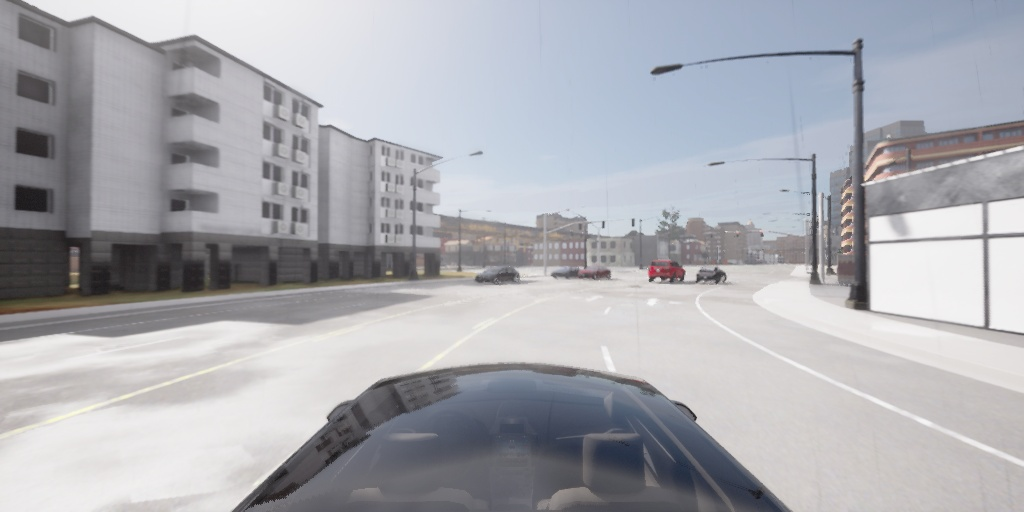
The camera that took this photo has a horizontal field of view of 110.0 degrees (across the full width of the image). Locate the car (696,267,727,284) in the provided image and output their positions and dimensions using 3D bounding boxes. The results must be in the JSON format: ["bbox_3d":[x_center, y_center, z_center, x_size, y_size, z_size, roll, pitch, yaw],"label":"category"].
[{"bbox_3d":[18.316,1.708,32.922,2.128,1.511,4.902,0,-1,40],"label":"car"}]

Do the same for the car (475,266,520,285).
[{"bbox_3d":[-1.174,1.647,30.846,1.837,1.490,4.892,-1,-1,35],"label":"car"}]

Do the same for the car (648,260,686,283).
[{"bbox_3d":[14.817,1.445,34.252,2.150,2.045,5.566,0,-1,39],"label":"car"}]

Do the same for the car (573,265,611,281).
[{"bbox_3d":[8.782,1.740,37.940,1.882,1.535,5.008,0,-1,40],"label":"car"}]

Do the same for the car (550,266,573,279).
[{"bbox_3d":[6.469,1.838,40.631,2.033,1.411,5.357,0,-1,39],"label":"car"}]
